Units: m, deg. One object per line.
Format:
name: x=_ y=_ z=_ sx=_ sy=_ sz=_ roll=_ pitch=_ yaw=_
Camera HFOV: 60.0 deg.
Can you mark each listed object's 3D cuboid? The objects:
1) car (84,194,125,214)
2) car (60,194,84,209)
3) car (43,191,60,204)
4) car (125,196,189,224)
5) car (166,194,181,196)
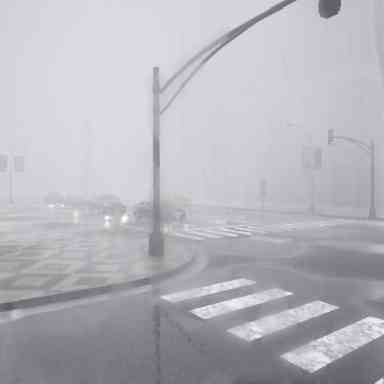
car: x=-7.609 y=0.975 z=29.743 sx=2.097 sy=1.767 sz=4.553 roll=0 pitch=1 yaw=-36
car: x=-12.849 y=1.094 z=37.038 sx=1.895 sy=1.301 sz=4.718 roll=0 pitch=1 yaw=-36
car: x=-18.830 y=0.693 z=45.403 sx=2.097 sy=1.767 sz=4.553 roll=0 pitch=1 yaw=-35
car: x=-2.282 y=1.243 z=22.339 sx=2.128 sy=1.511 sz=4.902 roll=0 pitch=1 yaw=-36
car: x=-2.351 y=1.019 z=39.470 sx=1.882 sy=1.535 sz=5.008 roll=0 pitch=1 yaw=-36
